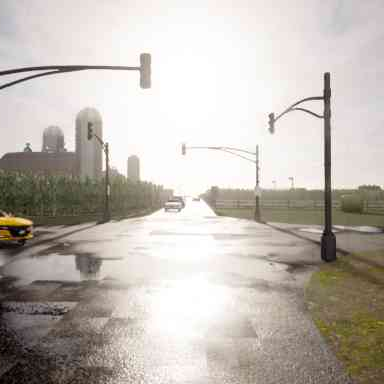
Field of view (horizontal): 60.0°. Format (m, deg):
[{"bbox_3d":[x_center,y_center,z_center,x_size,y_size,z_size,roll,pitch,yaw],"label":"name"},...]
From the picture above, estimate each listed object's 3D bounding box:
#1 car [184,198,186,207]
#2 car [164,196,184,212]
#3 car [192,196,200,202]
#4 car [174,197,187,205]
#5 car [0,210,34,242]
[{"bbox_3d":[-2.130,1.407,49.953,2.097,1.767,4.553,0,0,1],"label":"car"},{"bbox_3d":[-2.233,1.565,40.126,1.812,1.442,4.674,0,0,1],"label":"car"},{"bbox_3d":[1.023,1.726,80.219,1.895,1.301,4.718,0,0,1],"label":"car"},{"bbox_3d":[-2.004,1.622,60.134,2.033,1.411,5.357,0,0,1],"label":"car"},{"bbox_3d":[-9.034,1.336,14.157,5.008,1.535,1.882,0,-2,22],"label":"car"}]
